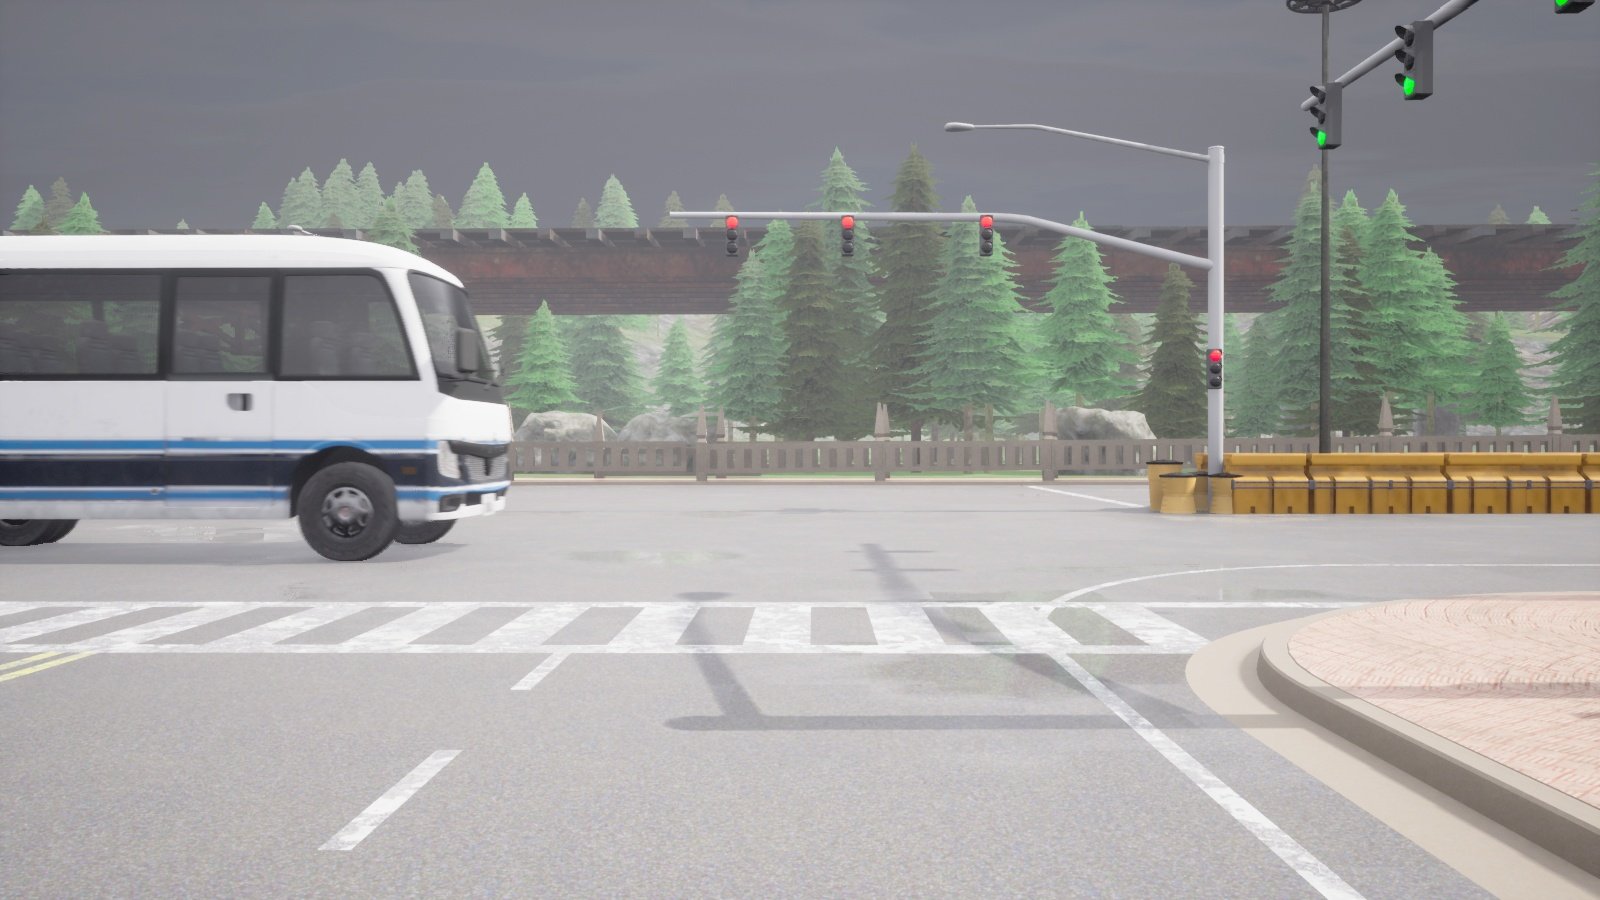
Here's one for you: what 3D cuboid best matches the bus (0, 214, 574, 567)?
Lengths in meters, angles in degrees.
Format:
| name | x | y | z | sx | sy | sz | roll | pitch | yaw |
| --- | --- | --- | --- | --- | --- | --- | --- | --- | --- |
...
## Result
| name | x | y | z | sx | sy | sz | roll | pitch | yaw |
| --- | --- | --- | --- | --- | --- | --- | --- | --- | --- |
| bus | -8.590 | -0.734 | 17.184 | 10.273 | 4.253 | 3.944 | 0 | 0 | 1 |
